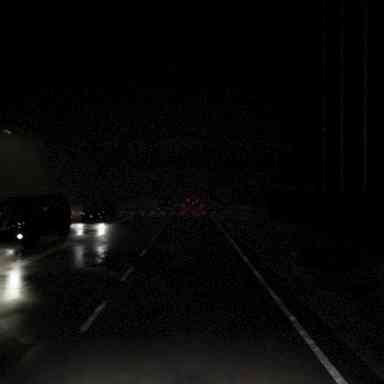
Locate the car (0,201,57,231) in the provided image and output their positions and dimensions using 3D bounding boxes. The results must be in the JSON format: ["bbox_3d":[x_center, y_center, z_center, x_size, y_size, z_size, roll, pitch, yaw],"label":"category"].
[{"bbox_3d":[-10.550,1.386,20.929,2.128,1.511,4.902,0,0,0],"label":"car"}]

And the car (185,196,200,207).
[{"bbox_3d":[0.104,1.259,46.006,1.812,1.442,4.674,0,0,0],"label":"car"}]

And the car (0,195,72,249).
[{"bbox_3d":[-7.084,1.148,14.482,2.150,2.045,5.566,0,0,0],"label":"car"}]

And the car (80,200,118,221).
[{"bbox_3d":[-6.998,1.432,25.456,1.837,1.490,4.892,0,0,0],"label":"car"}]

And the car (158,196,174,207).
[{"bbox_3d":[-3.396,1.275,44.374,2.033,1.411,5.357,0,0,0],"label":"car"}]
